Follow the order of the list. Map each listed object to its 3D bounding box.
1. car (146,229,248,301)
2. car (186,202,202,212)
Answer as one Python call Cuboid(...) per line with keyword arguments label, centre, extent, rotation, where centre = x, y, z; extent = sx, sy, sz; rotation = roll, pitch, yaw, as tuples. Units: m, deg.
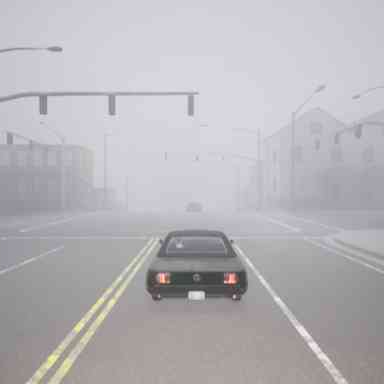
Cuboid(label="car", centre=(0.106, 1.578, 8.233), extent=(1.895, 1.301, 4.718), rotation=(0, 0, 0))
Cuboid(label="car", centre=(0.235, 2.095, 41.491), extent=(1.837, 1.490, 4.892), rotation=(0, -8, 0))
